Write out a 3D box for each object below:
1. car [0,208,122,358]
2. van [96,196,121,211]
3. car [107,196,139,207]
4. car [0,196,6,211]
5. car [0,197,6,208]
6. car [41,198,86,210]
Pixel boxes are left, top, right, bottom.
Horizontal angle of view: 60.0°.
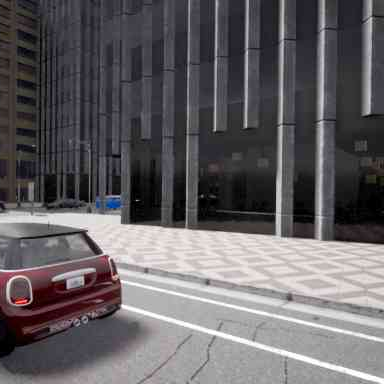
[{"bbox_3d":[-3.451,1.349,6.140,4.553,1.767,2.097,0,0,35],"label":"car"},{"bbox_3d":[-9.659,1.338,40.257,1.690,1.788,3.998,1,1,36],"label":"van"},{"bbox_3d":[-10.176,1.427,49.564,1.812,1.442,4.674,1,1,36],"label":"car"},{"bbox_3d":[-22.942,1.323,36.421,1.967,1.590,4.097,1,1,36],"label":"car"},{"bbox_3d":[-21.514,1.277,33.773,2.097,1.767,4.553,1,1,35],"label":"car"},{"bbox_3d":[-15.924,1.460,41.595,2.033,1.411,5.357,1,1,36],"label":"car"}]
